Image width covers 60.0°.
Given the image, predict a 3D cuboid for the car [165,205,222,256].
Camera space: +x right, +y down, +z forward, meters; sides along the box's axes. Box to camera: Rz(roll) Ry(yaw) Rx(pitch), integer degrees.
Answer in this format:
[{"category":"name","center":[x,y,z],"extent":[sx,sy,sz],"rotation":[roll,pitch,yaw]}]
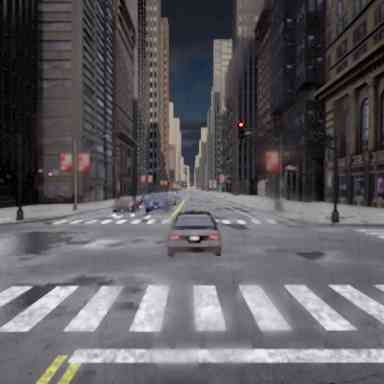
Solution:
[{"category":"car","center":[0.084,1.441,12.662],"extent":[2.033,1.411,5.357],"rotation":[0,1,0]}]

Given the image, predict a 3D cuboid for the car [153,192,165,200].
[{"category":"car","center":[-6.481,0.693,65.716],"extent":[1.837,1.490,4.892],"rotation":[0,0,0]}]

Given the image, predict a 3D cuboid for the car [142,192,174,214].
[{"category":"car","center":[-3.338,1.019,33.462],"extent":[2.150,2.045,5.566],"rotation":[0,0,0]}]

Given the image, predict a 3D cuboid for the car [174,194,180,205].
[{"category":"car","center":[-3.319,1.052,48.839],"extent":[2.097,1.767,4.553],"rotation":[0,0,0]}]

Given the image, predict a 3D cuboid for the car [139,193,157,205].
[{"category":"car","center":[-6.561,1.041,50.318],"extent":[2.097,1.767,4.553],"rotation":[0,0,0]}]

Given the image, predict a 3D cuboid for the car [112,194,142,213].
[{"category":"car","center":[-6.587,1.149,33.647],"extent":[2.097,1.767,4.553],"rotation":[0,0,0]}]
